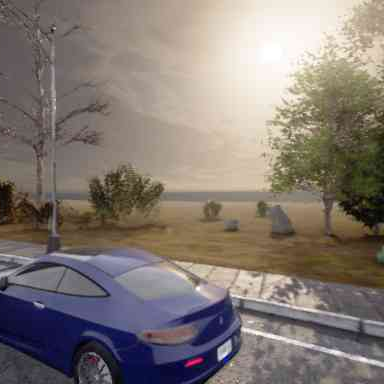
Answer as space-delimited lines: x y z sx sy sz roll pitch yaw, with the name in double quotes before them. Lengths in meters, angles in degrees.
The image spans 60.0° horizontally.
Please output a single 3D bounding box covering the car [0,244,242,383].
"car" -1.567 1.519 4.838 4.674 1.442 1.812 0 0 34
